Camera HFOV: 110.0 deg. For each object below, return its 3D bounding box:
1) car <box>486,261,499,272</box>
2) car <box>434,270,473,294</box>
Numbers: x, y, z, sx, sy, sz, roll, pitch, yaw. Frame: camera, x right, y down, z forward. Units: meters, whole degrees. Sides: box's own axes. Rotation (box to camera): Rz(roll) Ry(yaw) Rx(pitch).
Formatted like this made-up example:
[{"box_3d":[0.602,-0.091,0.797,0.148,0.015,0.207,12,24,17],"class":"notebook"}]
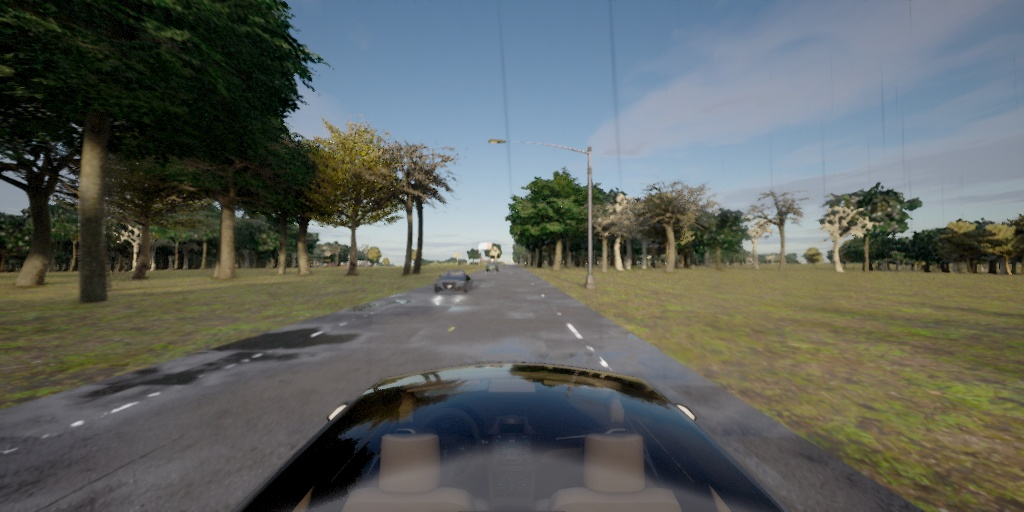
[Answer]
[{"box_3d":[-3.511,1.859,64.759,2.150,2.045,5.566,0,-1,0],"class":"car"},{"box_3d":[-3.597,1.582,22.592,1.994,1.385,4.181,0,-1,0],"class":"car"}]
